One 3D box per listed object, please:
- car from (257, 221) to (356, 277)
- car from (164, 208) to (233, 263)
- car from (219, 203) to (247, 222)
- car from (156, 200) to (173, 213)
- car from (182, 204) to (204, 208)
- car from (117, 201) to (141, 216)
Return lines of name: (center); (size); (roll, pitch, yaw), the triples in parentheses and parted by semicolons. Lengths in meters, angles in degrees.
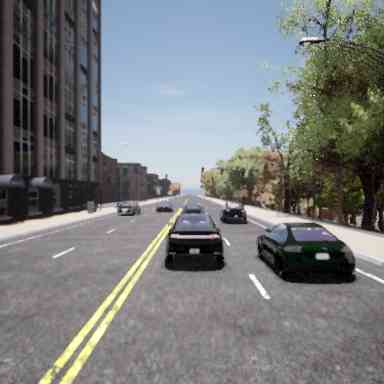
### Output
car: (3.331, 1.614, 10.470); (1.994, 1.385, 4.181); (0, 0, 0)
car: (0.086, 1.549, 12.202); (2.128, 1.511, 4.902); (0, 0, 0)
car: (3.339, 1.622, 27.380); (2.128, 1.511, 4.902); (0, 0, 0)
car: (-3.310, 1.745, 41.143); (2.033, 1.411, 5.357); (0, 0, 0)
car: (0.090, 1.697, 27.842); (1.994, 1.385, 4.181); (0, 0, 0)
car: (-6.584, 1.661, 35.028); (2.128, 1.511, 4.902); (0, 0, 0)
